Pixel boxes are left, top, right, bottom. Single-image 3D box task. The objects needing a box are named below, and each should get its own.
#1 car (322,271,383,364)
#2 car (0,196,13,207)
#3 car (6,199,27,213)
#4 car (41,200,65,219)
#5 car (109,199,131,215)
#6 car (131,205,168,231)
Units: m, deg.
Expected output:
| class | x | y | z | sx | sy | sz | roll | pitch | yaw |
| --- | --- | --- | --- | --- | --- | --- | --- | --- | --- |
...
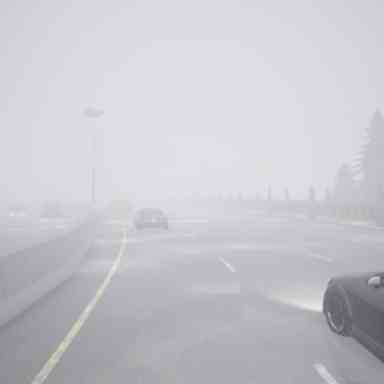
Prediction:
| class | x | y | z | sx | sy | sz | roll | pitch | yaw |
| --- | --- | --- | --- | --- | --- | --- | --- | --- | --- |
| car | 3.307 | 1.567 | 4.092 | 1.994 | 1.385 | 4.181 | 0 | 0 | -3 |
| car | -37.642 | 1.918 | 67.484 | 5.566 | 2.045 | 2.150 | -1 | -1 | 44 |
| car | -23.014 | 2.017 | 43.950 | 1.994 | 1.385 | 4.181 | 0 | -1 | -31 |
| car | -13.820 | 1.639 | 33.110 | 2.097 | 1.767 | 4.553 | 0 | 0 | -23 |
| car | -8.302 | 1.633 | 38.468 | 2.097 | 1.767 | 4.553 | 0 | 0 | -23 |
| car | -2.772 | 1.698 | 21.977 | 1.994 | 1.385 | 4.181 | 0 | 0 | -13 |
